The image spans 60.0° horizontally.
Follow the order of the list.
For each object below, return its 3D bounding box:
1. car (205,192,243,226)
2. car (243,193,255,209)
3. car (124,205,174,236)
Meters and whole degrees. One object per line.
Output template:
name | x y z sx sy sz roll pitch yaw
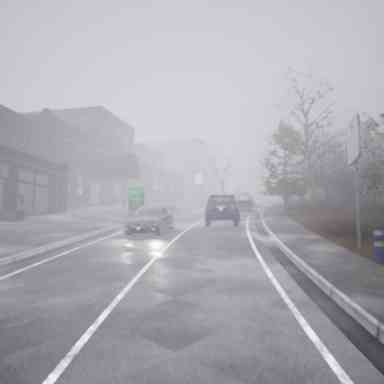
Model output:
car | 2.219 1.150 23.137 2.150 2.045 5.566 -1 0 9
car | 6.549 1.313 41.054 1.882 1.535 5.008 -2 0 17
car | -2.224 1.486 18.276 1.837 1.490 4.892 -1 0 8
